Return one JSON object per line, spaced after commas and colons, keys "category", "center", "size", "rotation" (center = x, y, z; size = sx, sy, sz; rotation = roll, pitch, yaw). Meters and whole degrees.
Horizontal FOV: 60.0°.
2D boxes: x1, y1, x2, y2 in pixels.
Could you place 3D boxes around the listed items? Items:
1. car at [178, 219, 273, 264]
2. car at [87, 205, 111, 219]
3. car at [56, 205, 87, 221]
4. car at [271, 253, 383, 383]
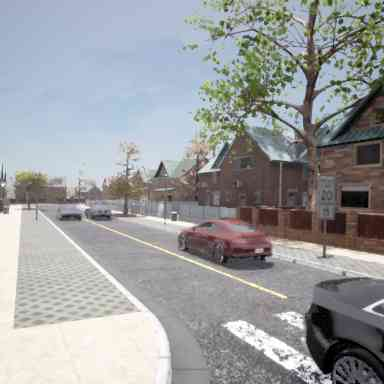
{"category": "car", "center": [1.107, 1.734, 12.690], "size": [1.812, 1.442, 4.674], "rotation": [2, -1, -27]}
{"category": "car", "center": [-9.550, 1.982, 33.609], "size": [2.033, 1.411, 5.357], "rotation": [2, -1, -27]}
{"category": "car", "center": [-11.480, 1.880, 30.922], "size": [2.033, 1.411, 5.357], "rotation": [2, -1, -27]}
{"category": "car", "center": [3.049, 1.543, 2.378], "size": [2.128, 1.511, 4.902], "rotation": [2, -1, -27]}
